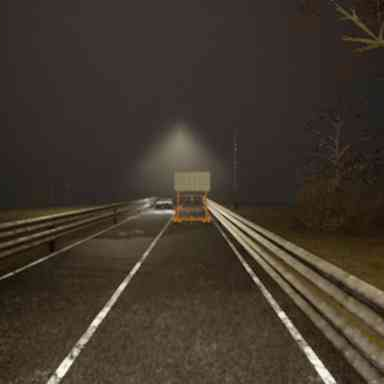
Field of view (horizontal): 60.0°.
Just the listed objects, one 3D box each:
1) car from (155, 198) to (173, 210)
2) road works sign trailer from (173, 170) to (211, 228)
[{"bbox_3d":[-3.347,1.435,40.701,1.895,1.301,4.718,0,0,0],"label":"car"},{"bbox_3d":[0.008,0.377,21.360,2.380,3.560,2.880,0,0,0],"label":"road works sign trailer"}]
